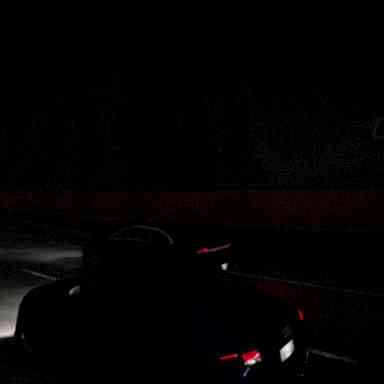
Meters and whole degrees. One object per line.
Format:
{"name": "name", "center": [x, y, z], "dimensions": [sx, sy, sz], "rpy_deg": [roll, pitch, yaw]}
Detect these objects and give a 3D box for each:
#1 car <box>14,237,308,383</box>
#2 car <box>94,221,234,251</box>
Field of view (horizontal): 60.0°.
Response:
{"name": "car", "center": [-0.635, 1.610, 4.602], "dimensions": [4.181, 1.385, 1.994], "rpy_deg": [-1, -1, 37]}
{"name": "car", "center": [-1.139, 1.584, 9.400], "dimensions": [4.902, 1.511, 2.128], "rpy_deg": [-1, -1, 38]}
